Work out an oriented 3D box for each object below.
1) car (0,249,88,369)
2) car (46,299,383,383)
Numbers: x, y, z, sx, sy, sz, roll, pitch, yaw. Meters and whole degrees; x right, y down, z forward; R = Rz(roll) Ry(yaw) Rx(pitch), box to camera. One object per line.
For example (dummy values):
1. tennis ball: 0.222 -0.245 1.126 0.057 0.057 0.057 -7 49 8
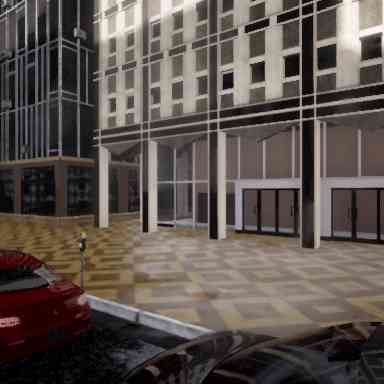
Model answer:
1. car: -3.327 1.582 5.246 4.206 1.307 1.802 0 0 36
2. car: 1.273 1.566 1.966 4.313 1.339 1.947 0 0 35
